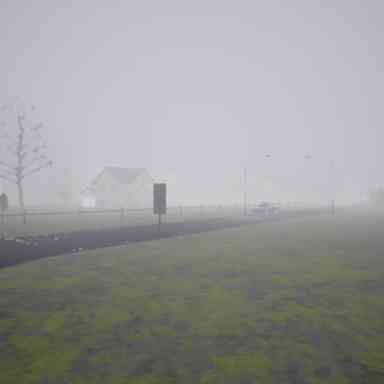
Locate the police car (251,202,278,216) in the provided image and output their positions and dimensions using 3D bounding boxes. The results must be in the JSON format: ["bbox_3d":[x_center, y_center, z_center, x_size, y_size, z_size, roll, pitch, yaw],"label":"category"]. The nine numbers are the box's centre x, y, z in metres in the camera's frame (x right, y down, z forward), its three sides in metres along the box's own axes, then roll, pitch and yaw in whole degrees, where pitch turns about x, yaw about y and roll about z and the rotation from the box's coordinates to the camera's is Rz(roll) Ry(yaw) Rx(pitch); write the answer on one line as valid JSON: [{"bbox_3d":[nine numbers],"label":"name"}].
[{"bbox_3d":[8.919,2.035,41.088,1.930,1.638,5.238,0,0,35],"label":"police car"}]
